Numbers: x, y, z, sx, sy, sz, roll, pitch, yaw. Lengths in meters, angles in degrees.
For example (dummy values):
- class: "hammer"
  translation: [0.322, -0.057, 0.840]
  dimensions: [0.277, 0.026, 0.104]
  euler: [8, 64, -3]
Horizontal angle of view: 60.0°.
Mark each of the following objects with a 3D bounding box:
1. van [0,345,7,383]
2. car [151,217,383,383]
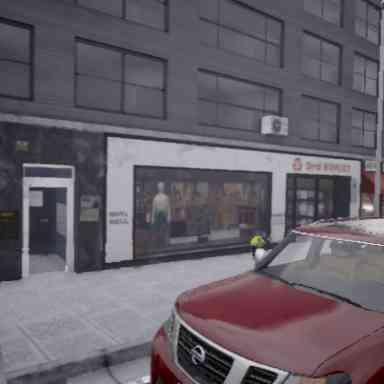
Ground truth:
- class: "van"
  translation: [-2.583, 1.232, 0.794]
  dimensions: [3.998, 1.788, 1.690]
  euler: [1, 1, -34]
- class: "car"
  translation: [2.063, 1.281, 3.895]
  dimensions: [5.009, 1.841, 2.192]
  euler: [1, 1, -34]
